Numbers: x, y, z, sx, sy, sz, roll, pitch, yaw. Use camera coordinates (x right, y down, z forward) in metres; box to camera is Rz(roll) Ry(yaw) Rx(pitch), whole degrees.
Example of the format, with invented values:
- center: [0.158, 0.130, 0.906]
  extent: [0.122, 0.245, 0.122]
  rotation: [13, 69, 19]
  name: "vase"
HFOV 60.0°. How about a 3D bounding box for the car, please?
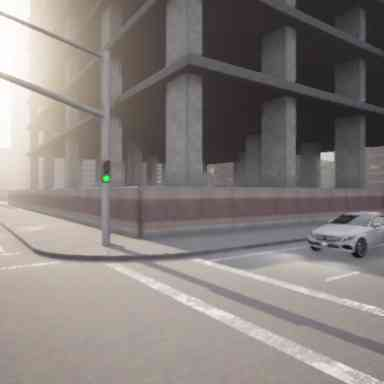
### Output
- center: [6.446, 1.498, 12.750]
  extent: [4.674, 1.442, 1.812]
  rotation: [0, 0, -35]
  name: "car"
